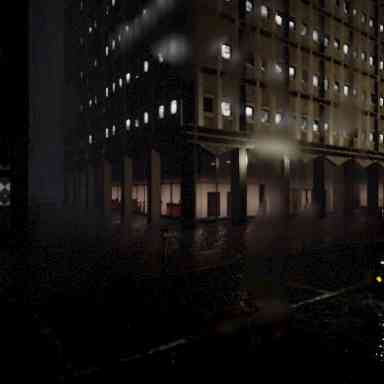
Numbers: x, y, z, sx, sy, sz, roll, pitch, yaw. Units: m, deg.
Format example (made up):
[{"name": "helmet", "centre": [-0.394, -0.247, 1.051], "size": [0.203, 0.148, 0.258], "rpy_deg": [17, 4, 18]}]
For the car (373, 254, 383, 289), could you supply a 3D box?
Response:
[{"name": "car", "centre": [6.024, 1.546, 7.672], "size": [4.181, 1.385, 1.994], "rpy_deg": [0, 0, -35]}]
